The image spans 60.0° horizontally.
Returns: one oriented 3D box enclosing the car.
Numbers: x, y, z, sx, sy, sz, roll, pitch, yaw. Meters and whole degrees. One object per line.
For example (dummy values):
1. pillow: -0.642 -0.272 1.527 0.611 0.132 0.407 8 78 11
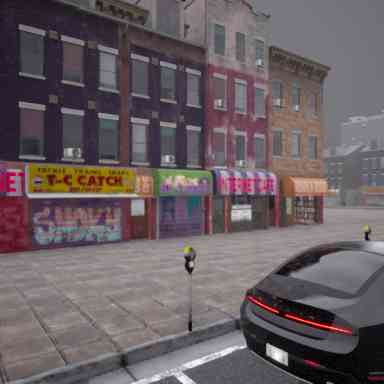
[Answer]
1. car: 2.891 1.505 5.009 4.892 1.490 1.837 0 0 -35
